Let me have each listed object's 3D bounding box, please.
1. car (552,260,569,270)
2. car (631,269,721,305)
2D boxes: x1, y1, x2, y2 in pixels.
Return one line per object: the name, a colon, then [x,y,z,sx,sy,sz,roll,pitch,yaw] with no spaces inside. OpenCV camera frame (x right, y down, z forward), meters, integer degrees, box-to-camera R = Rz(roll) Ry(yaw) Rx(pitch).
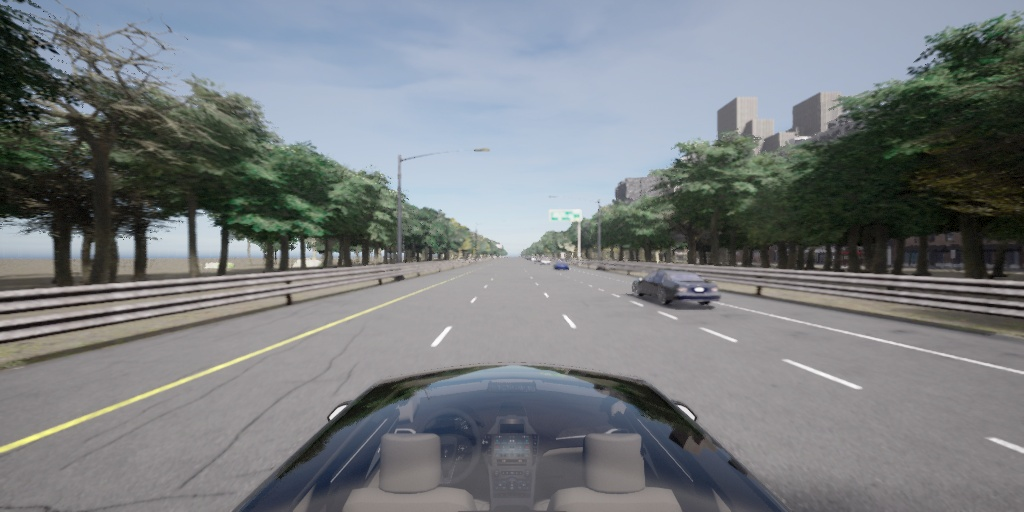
car: [7.132,1.318,52.970,1.994,1.385,4.181,0,0,0]
car: [7.008,1.303,15.937,2.033,1.411,5.357,0,0,0]
